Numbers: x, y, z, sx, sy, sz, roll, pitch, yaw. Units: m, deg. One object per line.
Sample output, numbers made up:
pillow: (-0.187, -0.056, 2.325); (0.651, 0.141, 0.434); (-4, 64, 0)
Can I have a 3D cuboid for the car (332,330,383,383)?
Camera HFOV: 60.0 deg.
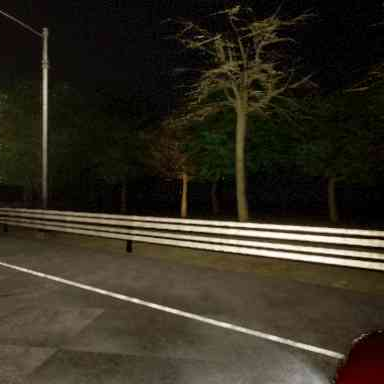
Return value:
car: (2.988, 1.567, 1.902); (4.181, 1.385, 1.994); (0, 0, 35)
